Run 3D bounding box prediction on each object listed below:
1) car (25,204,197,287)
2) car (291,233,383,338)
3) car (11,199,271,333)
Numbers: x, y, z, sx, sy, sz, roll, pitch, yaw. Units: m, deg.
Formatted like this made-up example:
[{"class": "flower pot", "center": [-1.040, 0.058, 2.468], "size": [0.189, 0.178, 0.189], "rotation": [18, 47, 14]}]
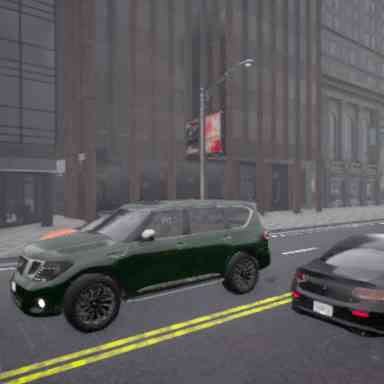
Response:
[{"class": "car", "center": [-2.320, 1.336, 10.014], "size": [4.553, 1.767, 2.097], "rotation": [0, 0, -35]}, {"class": "car", "center": [3.758, 1.498, 6.107], "size": [4.674, 1.442, 1.812], "rotation": [0, 0, -35]}, {"class": "car", "center": [-0.721, 1.207, 7.162], "size": [5.566, 2.045, 2.150], "rotation": [0, 0, -35]}]
